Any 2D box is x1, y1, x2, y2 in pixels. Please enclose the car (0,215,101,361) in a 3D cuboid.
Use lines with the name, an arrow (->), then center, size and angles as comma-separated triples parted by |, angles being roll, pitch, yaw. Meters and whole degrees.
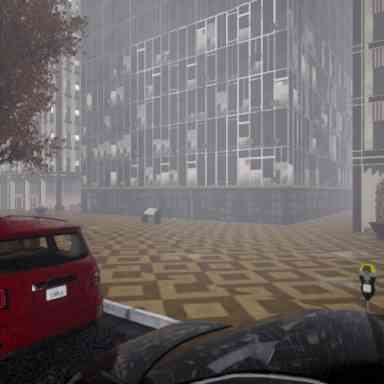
car -> -3.596, 1.313, 5.451 | 5.009, 1.841, 2.192 | 0, 0, 36

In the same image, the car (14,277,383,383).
car -> 0.896, 1.566, 2.238 | 4.313, 1.339, 1.947 | 0, 0, 36
